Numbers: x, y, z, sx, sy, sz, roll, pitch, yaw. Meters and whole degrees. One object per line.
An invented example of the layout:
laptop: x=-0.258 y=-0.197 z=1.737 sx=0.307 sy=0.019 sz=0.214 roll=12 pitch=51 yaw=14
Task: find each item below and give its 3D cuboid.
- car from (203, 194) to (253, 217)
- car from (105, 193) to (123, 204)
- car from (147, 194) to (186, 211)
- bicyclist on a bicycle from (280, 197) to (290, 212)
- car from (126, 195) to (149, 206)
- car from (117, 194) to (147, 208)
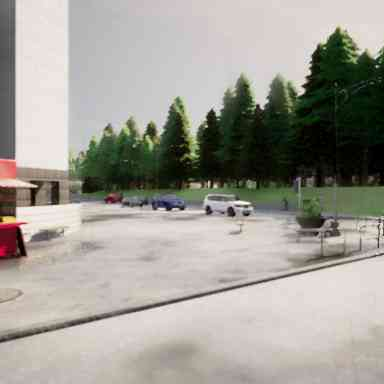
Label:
car: x=3.323 y=1.228 z=31.712 sx=2.150 sy=2.045 sz=5.566 roll=0 pitch=0 yaw=-35
car: x=-15.103 y=1.229 z=64.820 sx=2.150 sy=2.045 sz=5.566 roll=0 pitch=0 yaw=-36
car: x=-2.917 y=1.228 z=40.474 sx=2.150 sy=2.045 sz=5.566 roll=0 pitch=0 yaw=-35
bicyclist on a bicycle: x=10.204 y=1.358 z=36.517 sx=1.656 sy=1.620 sz=0.582 roll=0 pitch=0 yaw=-35
car: x=-9.259 y=1.360 z=56.613 sx=2.097 sy=1.767 sz=4.553 roll=0 pitch=0 yaw=-35
car: x=-8.763 y=1.510 z=48.724 sx=1.837 sy=1.490 sz=4.892 roll=0 pitch=0 yaw=-35
